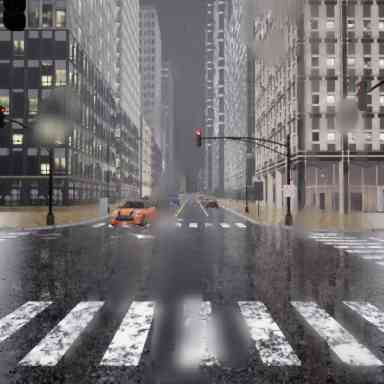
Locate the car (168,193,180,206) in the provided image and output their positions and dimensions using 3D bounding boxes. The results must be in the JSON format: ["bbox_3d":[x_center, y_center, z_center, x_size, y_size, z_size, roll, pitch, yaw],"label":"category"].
[{"bbox_3d":[-3.091,1.238,54.826,2.150,2.045,5.566,0,1,0],"label":"car"}]

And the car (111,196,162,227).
[{"bbox_3d":[-3.805,1.360,22.650,2.097,1.767,4.553,0,0,9],"label":"car"}]

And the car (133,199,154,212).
[{"bbox_3d":[-5.685,1.597,39.367,1.802,1.307,4.206,1,0,0],"label":"car"}]

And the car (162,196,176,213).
[{"bbox_3d":[-3.107,1.519,37.421,1.837,1.490,4.892,0,0,0],"label":"car"}]

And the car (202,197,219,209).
[{"bbox_3d":[2.694,1.599,45.006,1.802,1.307,4.206,1,0,0],"label":"car"}]

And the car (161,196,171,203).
[{"bbox_3d":[-5.691,1.573,72.818,1.887,1.381,4.507,1,0,0],"label":"car"}]

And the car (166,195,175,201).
[{"bbox_3d":[-5.694,1.587,89.544,2.008,1.369,4.403,1,0,0],"label":"car"}]

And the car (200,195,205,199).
[{"bbox_3d":[2.693,1.547,56.332,1.752,1.417,4.829,1,0,0],"label":"car"}]

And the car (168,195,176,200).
[{"bbox_3d":[-5.696,1.605,95.119,1.947,1.339,4.313,1,0,0],"label":"car"}]

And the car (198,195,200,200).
[{"bbox_3d":[2.691,1.590,61.739,1.947,1.339,4.313,1,0,0],"label":"car"}]
